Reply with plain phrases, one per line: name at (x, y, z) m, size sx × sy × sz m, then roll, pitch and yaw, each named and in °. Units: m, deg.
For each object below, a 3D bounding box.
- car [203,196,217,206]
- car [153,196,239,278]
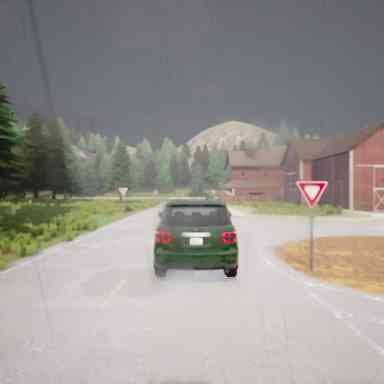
car at (2.966, 1.459, 55.235) m, size 1.816 × 1.474 × 4.193 m, roll -6°, pitch 0°, yaw -2°
car at (0.099, 1.223, 10.310) m, size 2.150 × 2.045 × 5.566 m, roll 0°, pitch 0°, yaw 0°
